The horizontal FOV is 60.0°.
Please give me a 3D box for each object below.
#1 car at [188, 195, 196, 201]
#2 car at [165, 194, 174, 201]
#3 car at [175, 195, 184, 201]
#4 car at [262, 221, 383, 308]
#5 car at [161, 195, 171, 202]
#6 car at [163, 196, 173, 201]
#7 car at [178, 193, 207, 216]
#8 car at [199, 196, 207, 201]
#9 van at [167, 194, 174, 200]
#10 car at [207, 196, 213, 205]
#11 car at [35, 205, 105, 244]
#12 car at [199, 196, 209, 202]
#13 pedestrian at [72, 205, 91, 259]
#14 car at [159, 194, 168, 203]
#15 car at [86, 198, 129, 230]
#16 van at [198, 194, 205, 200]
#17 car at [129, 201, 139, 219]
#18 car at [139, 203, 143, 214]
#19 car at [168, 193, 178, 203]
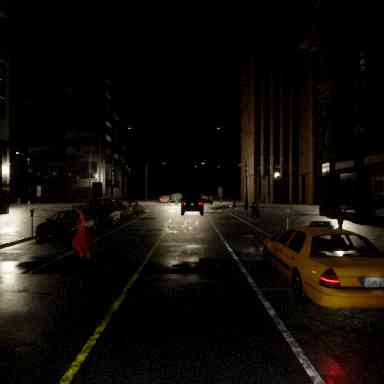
[{"bbox_3d":[-0.101,1.544,89.639,2.128,1.511,4.902,0,0,0],"label":"car"},{"bbox_3d":[-5.859,1.342,87.401,2.192,1.841,5.009,0,0,0],"label":"car"},{"bbox_3d":[-3.094,1.577,83.458,1.994,1.385,4.181,0,0,0],"label":"car"},{"bbox_3d":[2.991,1.456,8.014,1.801,1.575,5.366,0,0,0],"label":"car"},{"bbox_3d":[-5.847,1.460,76.182,1.967,1.590,4.097,0,0,0],"label":"car"},{"bbox_3d":[-5.853,1.574,81.791,2.008,1.369,4.403,0,0,0],"label":"car"},{"bbox_3d":[0.042,1.226,32.882,2.150,2.045,5.566,0,0,0],"label":"car"},{"bbox_3d":[2.672,1.589,81.818,1.947,1.339,4.313,0,0,0],"label":"car"},{"bbox_3d":[-5.866,1.372,93.009,1.690,1.788,3.998,0,0,0],"label":"van"},{"bbox_3d":[2.697,1.452,59.383,1.967,1.590,4.097,0,0,0],"label":"car"},{"bbox_3d":[-5.778,1.546,15.773,1.887,1.381,4.507,0,0,0],"label":"car"},{"bbox_3d":[2.678,1.570,76.209,2.008,1.369,4.403,0,0,0],"label":"car"},{"bbox_3d":[-3.684,1.295,11.003,0.375,1.860,0.375,0,0,0],"label":"pedestrian"},{"bbox_3d":[-5.840,1.457,70.572,1.967,1.590,4.097,0,0,0],"label":"car"},{"bbox_3d":[-5.784,1.317,21.376,2.192,1.841,5.009,0,0,0],"label":"car"},{"bbox_3d":[2.659,1.372,93.036,1.690,1.788,3.998,0,0,0],"label":"van"},{"bbox_3d":[-5.791,1.528,26.807,1.752,1.417,4.829,0,0,0],"label":"car"},{"bbox_3d":[-5.797,1.529,32.409,1.752,1.417,4.829,0,0,0],"label":"car"},{"bbox_3d":[-3.084,1.236,67.736,2.150,2.045,5.566,0,0,0],"label":"car"}]
